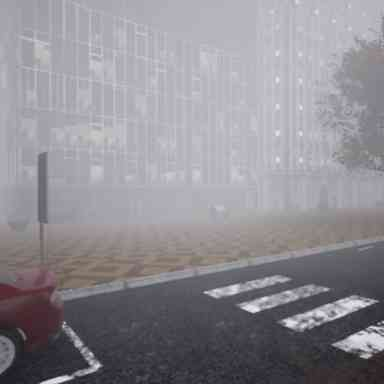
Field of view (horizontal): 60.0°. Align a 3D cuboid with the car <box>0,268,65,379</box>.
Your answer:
[{"bbox_3d":[-3.872,1.551,3.801,4.507,1.381,1.887,0,0,-35],"label":"car"}]
